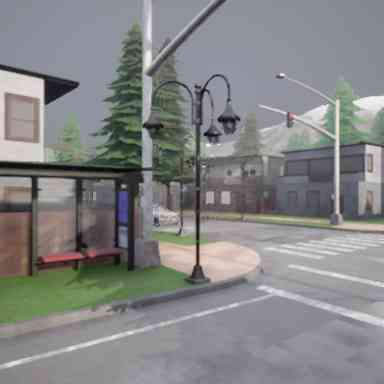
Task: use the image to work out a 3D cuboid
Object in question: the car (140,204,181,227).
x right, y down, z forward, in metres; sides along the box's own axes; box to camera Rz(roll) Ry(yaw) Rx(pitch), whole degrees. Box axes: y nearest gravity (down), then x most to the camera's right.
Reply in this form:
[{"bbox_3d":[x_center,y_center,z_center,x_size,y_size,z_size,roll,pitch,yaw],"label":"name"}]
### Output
[{"bbox_3d":[-2.782,1.530,22.781,4.674,1.442,1.812,0,0,44],"label":"car"}]
